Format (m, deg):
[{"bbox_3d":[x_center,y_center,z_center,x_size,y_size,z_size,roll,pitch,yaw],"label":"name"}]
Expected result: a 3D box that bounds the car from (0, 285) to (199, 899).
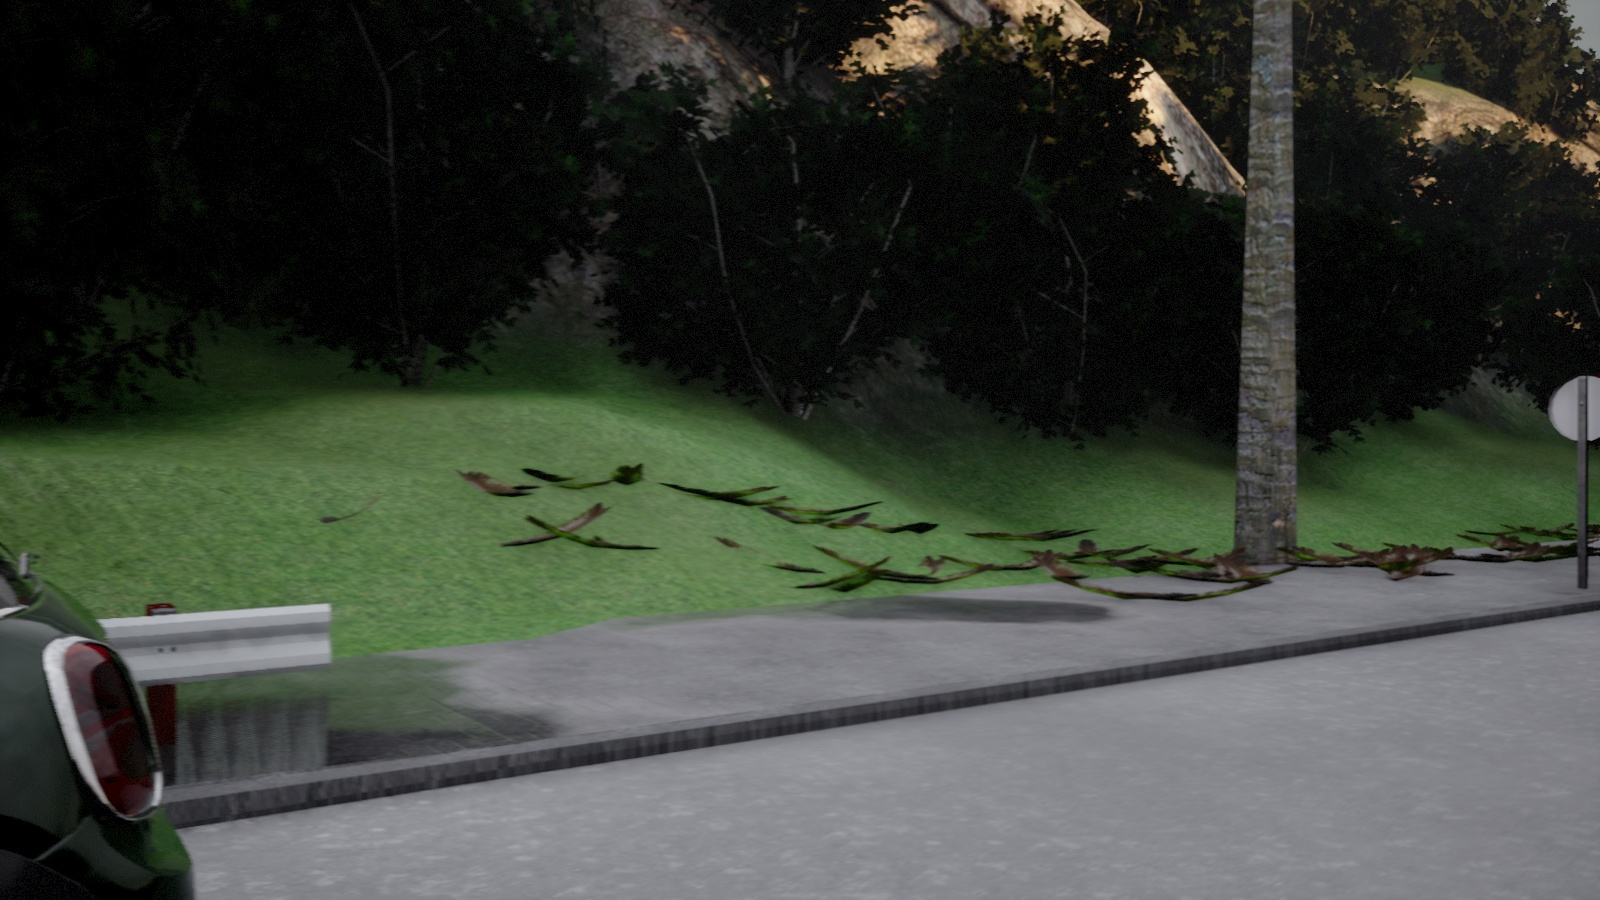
[{"bbox_3d":[-3.539,0.615,1.801,4.553,1.767,2.097,0,0,-35],"label":"car"}]
